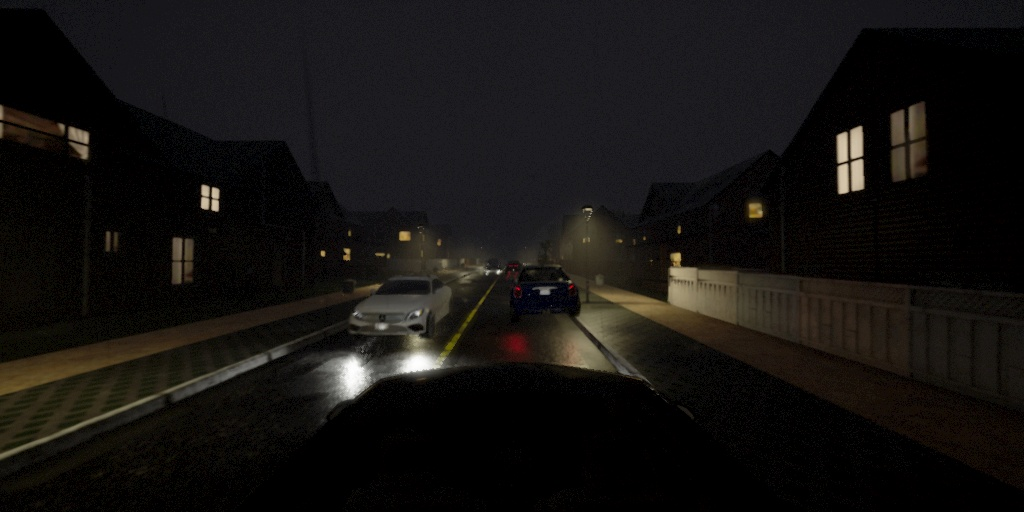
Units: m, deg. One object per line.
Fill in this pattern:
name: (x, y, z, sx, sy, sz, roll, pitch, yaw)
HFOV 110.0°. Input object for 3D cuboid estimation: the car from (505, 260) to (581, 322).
car: (0.957, 1.065, 12.414, 2.097, 1.767, 4.553, -2, 0, 0)

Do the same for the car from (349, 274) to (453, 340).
car: (-2.829, 1.271, 10.132, 1.812, 1.442, 4.674, 0, 0, 0)

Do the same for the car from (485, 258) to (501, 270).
car: (-2.700, 1.117, 51.519, 2.097, 1.767, 4.553, 0, 0, 0)
